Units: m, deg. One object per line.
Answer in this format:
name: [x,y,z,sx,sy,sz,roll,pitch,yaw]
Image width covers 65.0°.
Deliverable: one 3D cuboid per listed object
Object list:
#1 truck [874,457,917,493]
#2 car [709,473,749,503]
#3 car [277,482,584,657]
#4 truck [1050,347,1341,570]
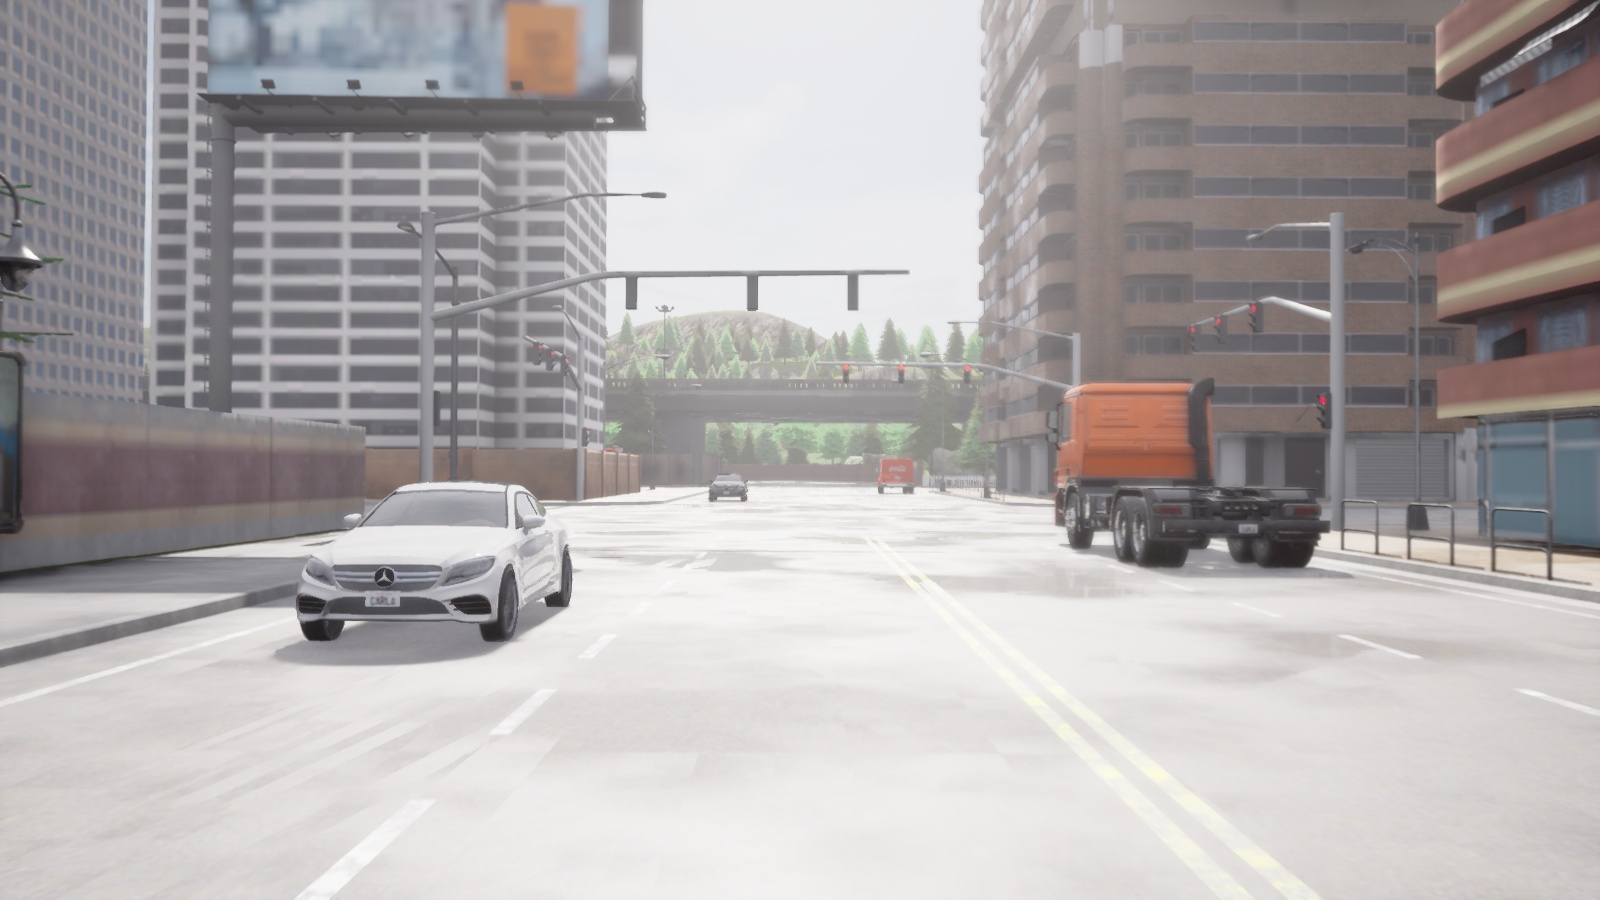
truck: [6.772,1.797,89.583,2.627,2.467,5.204,0,-1,0]
car: [-3.664,1.945,65.139,1.812,1.442,4.674,0,-1,0]
car: [-3.533,1.072,12.985,1.812,1.442,4.674,0,-1,0]
truck: [6.936,0.198,23.492,2.891,3.462,7.936,0,-1,0]
